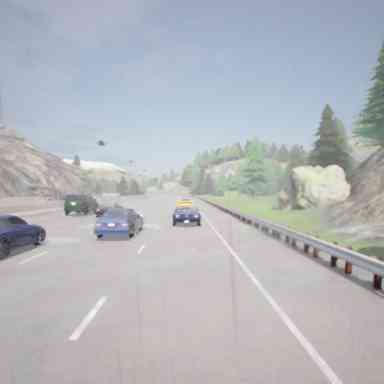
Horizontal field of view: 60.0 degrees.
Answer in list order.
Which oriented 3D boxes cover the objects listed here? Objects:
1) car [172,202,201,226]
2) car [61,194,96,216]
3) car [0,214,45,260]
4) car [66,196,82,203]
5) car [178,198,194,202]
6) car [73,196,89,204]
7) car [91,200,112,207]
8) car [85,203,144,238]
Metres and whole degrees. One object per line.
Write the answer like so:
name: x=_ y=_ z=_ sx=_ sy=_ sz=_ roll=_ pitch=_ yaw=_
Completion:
car: x=-0.382 y=1.603 z=23.549 sx=1.895 sy=1.301 sz=4.718 roll=0 pitch=0 yaw=-1
car: x=-11.110 y=1.246 z=33.652 sx=2.150 sy=2.045 sz=5.566 roll=0 pitch=0 yaw=-1
car: x=-7.145 y=1.541 z=12.281 sx=1.812 sy=1.442 sz=4.674 roll=0 pitch=0 yaw=-1
car: x=-26.104 y=1.653 z=73.826 sx=1.895 sy=1.301 sz=4.718 roll=0 pitch=0 yaw=-1
car: x=-0.787 y=1.481 z=41.672 sx=1.882 sy=1.535 sz=5.008 roll=0 pitch=0 yaw=-1
car: x=-22.464 y=1.574 z=67.527 sx=1.812 sy=1.442 sz=4.674 roll=0 pitch=0 yaw=-1
car: x=-7.549 y=1.618 z=30.953 sx=1.895 sy=1.301 sz=4.718 roll=0 pitch=0 yaw=-1
car: x=-3.756 y=1.556 z=17.762 sx=2.033 sy=1.411 sz=5.357 roll=0 pitch=0 yaw=-1
